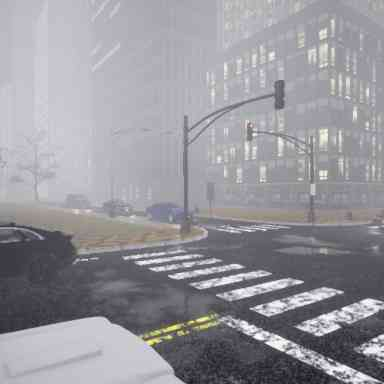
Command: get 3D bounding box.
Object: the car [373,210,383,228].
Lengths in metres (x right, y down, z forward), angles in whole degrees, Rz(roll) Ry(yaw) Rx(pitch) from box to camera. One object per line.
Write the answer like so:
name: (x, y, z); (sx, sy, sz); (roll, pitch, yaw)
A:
car: (13.445, 1.540, 21.269); (4.674, 1.442, 1.812); (0, 0, -36)

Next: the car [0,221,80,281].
car: (-5.256, 1.491, 7.923); (4.902, 1.511, 2.128); (0, 0, -36)

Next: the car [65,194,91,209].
car: (-15.688, 1.228, 45.576); (2.150, 2.045, 5.566); (0, 0, -35)

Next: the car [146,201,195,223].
car: (-1.756, 1.483, 25.815); (1.882, 1.535, 5.008); (0, 0, -36)

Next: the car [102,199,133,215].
car: (-7.733, 1.497, 34.275); (2.128, 1.511, 4.902); (0, 0, -35)

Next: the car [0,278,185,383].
car: (-2.245, 1.601, 1.841); (4.718, 1.301, 1.895); (0, 0, -36)
